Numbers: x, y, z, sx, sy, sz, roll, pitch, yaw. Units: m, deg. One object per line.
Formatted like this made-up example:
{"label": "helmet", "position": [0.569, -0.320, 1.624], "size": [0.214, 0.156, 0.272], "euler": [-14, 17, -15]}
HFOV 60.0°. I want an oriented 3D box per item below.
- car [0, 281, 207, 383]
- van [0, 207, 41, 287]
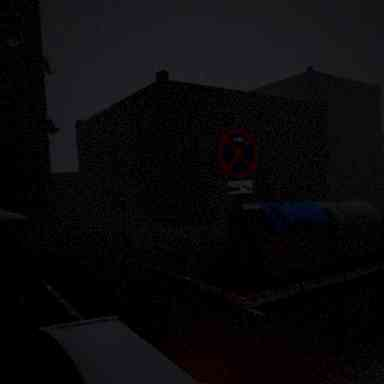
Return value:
{"label": "car", "position": [-2.248, 1.602, 1.773], "size": [4.718, 1.301, 1.895], "euler": [0, 0, -36]}
{"label": "van", "position": [-4.168, 1.253, 6.174], "size": [1.878, 1.987, 4.442], "euler": [0, 0, -36]}
